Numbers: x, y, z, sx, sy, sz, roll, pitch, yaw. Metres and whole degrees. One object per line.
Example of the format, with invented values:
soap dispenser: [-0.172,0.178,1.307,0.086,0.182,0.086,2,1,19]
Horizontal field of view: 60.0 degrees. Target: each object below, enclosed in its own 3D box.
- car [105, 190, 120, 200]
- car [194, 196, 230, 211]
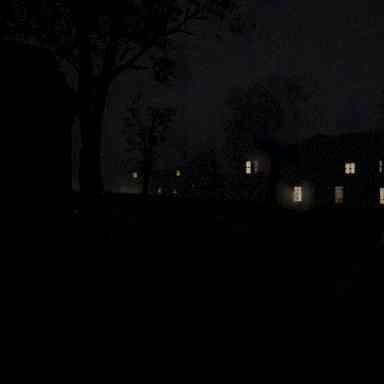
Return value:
car: [-12.009,0.373,47.385,2.033,1.411,5.357,-1,2,-36]
car: [1.381,1.016,28.676,1.895,1.301,4.718,-1,2,-36]
